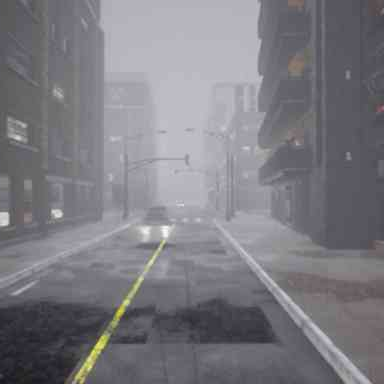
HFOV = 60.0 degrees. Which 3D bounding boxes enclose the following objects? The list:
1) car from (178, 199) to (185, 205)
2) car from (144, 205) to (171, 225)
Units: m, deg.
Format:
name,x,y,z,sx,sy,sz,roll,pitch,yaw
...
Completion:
name,x,y,z,sx,sy,sz,roll,pitch,yaw
car,-2.765,2.591,86.470,2.128,1.511,4.902,0,-1,0
car,-2.775,1.821,27.289,1.837,1.490,4.892,0,-1,0
